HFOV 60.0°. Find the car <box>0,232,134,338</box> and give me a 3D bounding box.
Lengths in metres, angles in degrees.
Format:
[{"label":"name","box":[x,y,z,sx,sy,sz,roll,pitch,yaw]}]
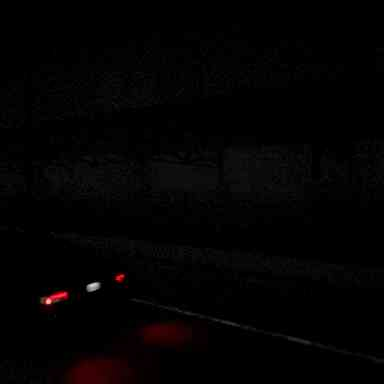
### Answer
[{"label":"car","box":[-3.618,1.518,6.517,5.357,1.411,2.033,0,0,33]}]
